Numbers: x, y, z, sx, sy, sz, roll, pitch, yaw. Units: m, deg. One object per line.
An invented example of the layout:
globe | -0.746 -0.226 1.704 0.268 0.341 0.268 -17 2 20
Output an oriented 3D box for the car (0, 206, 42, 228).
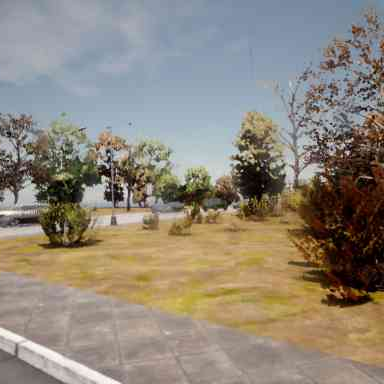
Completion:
car | -15.189 2.366 30.304 2.128 1.511 4.902 -3 -2 33

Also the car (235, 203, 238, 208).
car | 9.349 2.563 62.392 1.895 1.301 4.718 -3 -2 33

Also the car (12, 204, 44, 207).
car | -17.180 2.259 33.675 2.150 2.045 5.566 -3 -2 33

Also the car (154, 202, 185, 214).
car | -3.045 2.328 49.567 2.097 1.767 4.553 -3 -2 32

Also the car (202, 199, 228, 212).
car | 3.705 2.087 53.483 2.150 2.045 5.566 -3 -2 32

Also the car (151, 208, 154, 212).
car | -4.712 2.719 53.460 1.994 1.385 4.181 -3 -2 32
